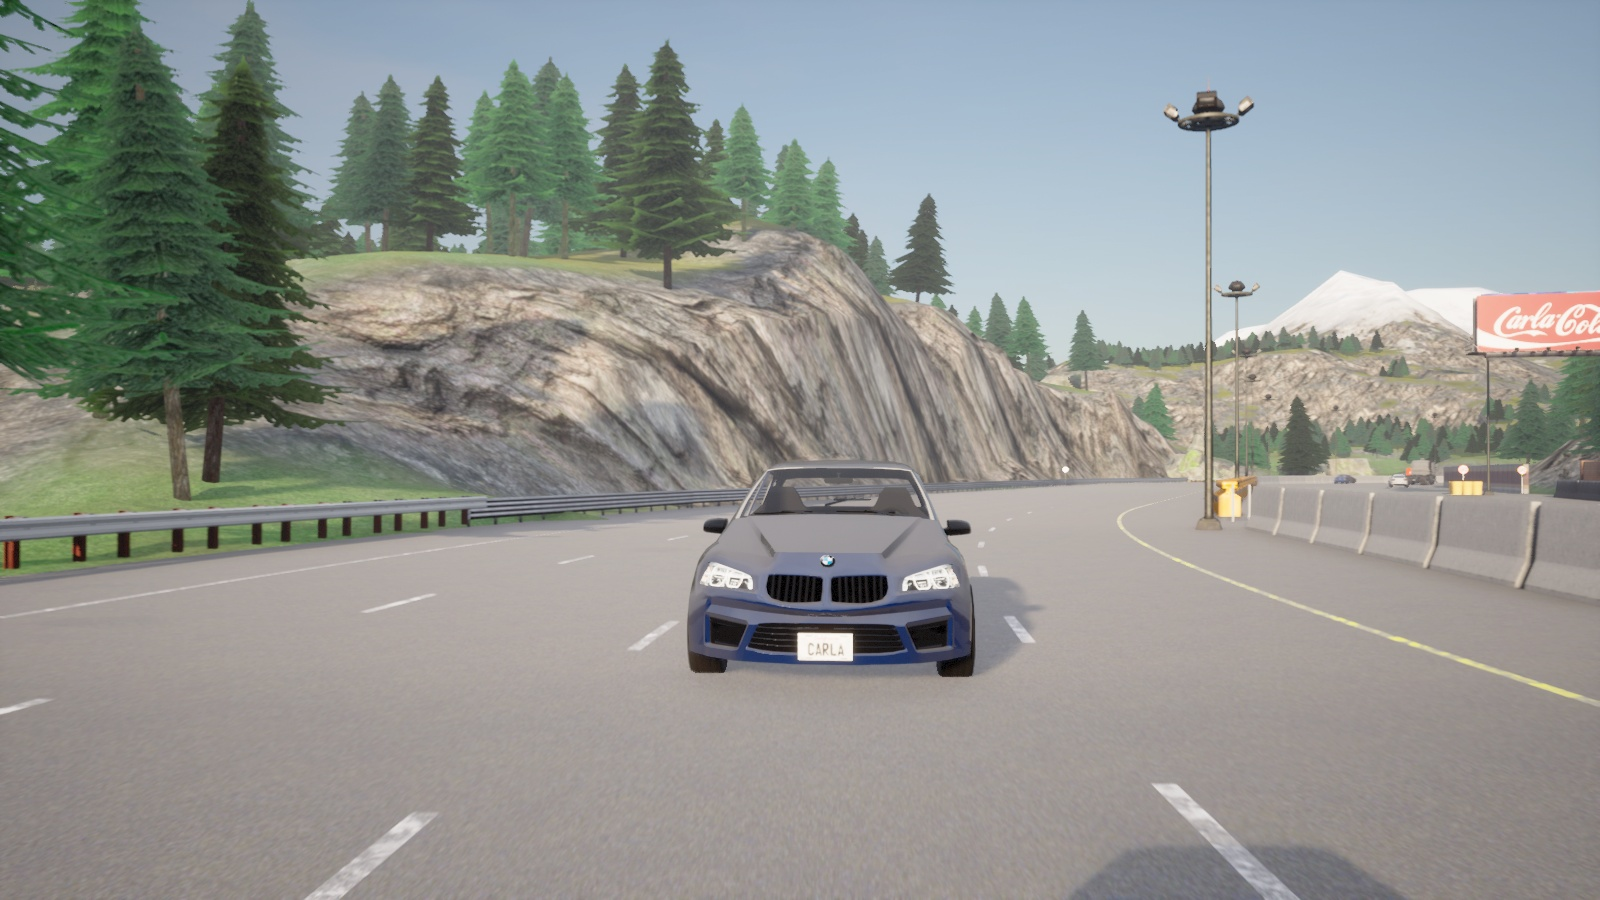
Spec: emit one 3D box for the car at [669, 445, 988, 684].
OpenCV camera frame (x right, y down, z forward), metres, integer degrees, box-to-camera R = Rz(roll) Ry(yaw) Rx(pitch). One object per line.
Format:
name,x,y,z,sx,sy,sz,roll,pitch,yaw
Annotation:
car,0.355,0.844,11.152,2.242,1.667,4.611,0,-1,4
